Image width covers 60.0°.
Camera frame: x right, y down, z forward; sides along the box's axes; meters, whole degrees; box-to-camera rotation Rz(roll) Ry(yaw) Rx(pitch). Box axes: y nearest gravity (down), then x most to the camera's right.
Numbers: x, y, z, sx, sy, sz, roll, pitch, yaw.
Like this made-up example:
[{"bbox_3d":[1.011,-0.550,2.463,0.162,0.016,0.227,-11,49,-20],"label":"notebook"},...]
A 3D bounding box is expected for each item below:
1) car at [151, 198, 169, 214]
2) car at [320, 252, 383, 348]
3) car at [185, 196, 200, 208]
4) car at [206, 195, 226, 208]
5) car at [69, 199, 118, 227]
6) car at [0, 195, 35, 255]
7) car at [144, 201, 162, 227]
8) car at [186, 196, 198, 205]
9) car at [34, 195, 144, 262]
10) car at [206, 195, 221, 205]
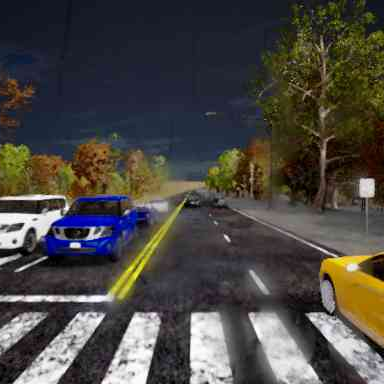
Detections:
[{"bbox_3d":[-3.292,1.342,32.237,1.812,1.442,4.674,0,0,0],"label":"car"},{"bbox_3d":[3.343,1.437,4.331,1.882,1.535,5.008,-1,0,0],"label":"car"},{"bbox_3d":[0.071,1.318,43.373,1.994,1.385,4.181,0,0,0],"label":"car"},{"bbox_3d":[3.308,1.222,42.701,2.128,1.511,4.902,0,-1,0],"label":"car"},{"bbox_3d":[-6.582,1.347,22.919,1.882,1.535,5.008,0,0,0],"label":"car"},{"bbox_3d":[-6.592,1.147,13.229,2.150,2.045,5.566,0,0,0],"label":"car"},{"bbox_3d":[-3.332,1.475,22.002,1.895,1.301,4.718,0,0,0],"label":"car"},{"bbox_3d":[0.036,1.300,53.196,1.895,1.301,4.718,0,0,0],"label":"car"},{"bbox_3d":[-3.342,1.151,12.236,2.150,2.045,5.566,0,0,0],"label":"car"},{"bbox_3d":[3.280,1.239,52.852,2.033,1.411,5.357,0,0,0],"label":"car"}]
